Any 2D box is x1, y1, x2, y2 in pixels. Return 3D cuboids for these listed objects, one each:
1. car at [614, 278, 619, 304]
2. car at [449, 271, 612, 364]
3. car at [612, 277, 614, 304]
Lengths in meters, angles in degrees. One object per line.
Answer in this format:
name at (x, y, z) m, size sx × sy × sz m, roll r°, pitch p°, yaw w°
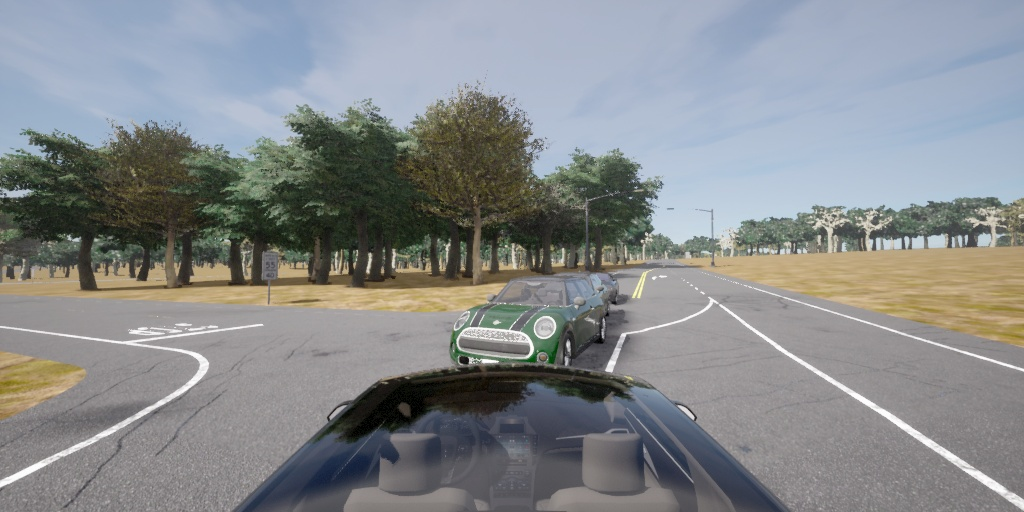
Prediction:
car at (4.229, 1.509, 17.814) m, size 1.994 × 1.385 × 4.181 m, roll -1°, pitch 0°, yaw 19°
car at (0.624, 1.218, 7.776) m, size 2.097 × 1.767 × 4.553 m, roll -1°, pitch -2°, yaw 26°
car at (2.032, 1.344, 12.088) m, size 2.097 × 1.767 × 4.553 m, roll -1°, pitch -1°, yaw 21°
